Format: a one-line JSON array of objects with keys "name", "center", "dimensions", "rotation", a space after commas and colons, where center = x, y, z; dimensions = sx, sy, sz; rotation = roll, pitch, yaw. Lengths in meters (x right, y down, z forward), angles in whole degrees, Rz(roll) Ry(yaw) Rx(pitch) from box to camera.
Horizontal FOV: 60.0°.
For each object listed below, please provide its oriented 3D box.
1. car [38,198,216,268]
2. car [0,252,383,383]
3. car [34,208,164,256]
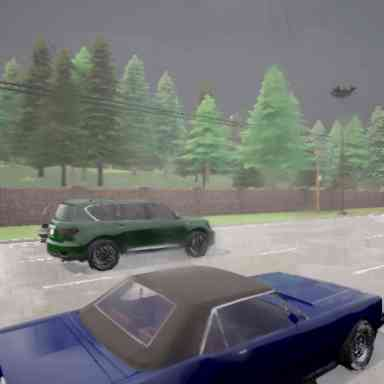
[{"name": "car", "center": [-1.812, 1.231, 11.051], "dimensions": [5.566, 2.045, 2.150], "rotation": [0, 0, -35]}, {"name": "car", "center": [0.361, 1.605, 4.003], "dimensions": [4.718, 1.301, 1.895], "rotation": [0, 0, -35]}, {"name": "car", "center": [-3.765, 1.515, 13.957], "dimensions": [4.892, 1.490, 1.837], "rotation": [0, 0, -36]}]
